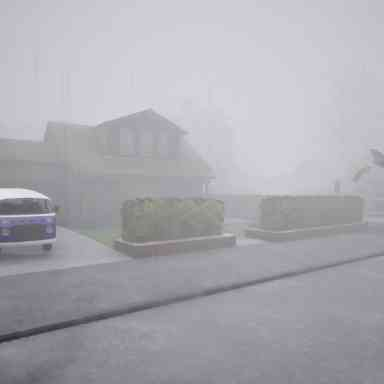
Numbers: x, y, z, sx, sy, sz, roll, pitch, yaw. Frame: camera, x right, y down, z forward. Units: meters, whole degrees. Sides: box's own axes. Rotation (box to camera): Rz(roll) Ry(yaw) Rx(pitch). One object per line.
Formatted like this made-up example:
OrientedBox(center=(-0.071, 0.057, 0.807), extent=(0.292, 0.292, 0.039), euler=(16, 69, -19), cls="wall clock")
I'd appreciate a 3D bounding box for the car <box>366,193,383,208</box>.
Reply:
OrientedBox(center=(23.154, 0.985, 40.320), extent=(3.866, 1.878, 1.905), euler=(0, 0, 0), cls="car")
